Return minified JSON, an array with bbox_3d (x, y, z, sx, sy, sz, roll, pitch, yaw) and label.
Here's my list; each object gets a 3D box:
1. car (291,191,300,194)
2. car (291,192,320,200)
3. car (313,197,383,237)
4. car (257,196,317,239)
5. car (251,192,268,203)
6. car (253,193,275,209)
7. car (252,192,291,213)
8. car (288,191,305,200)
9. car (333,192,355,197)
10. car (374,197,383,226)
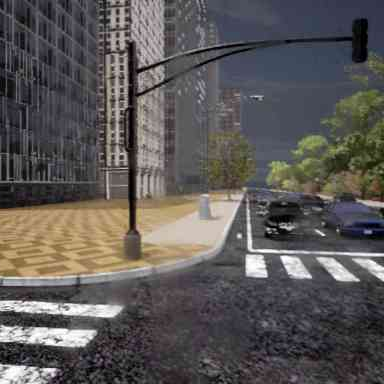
[{"bbox_3d":[10.999,0.870,36.346,2.033,1.411,5.357,0,1,9],"label":"car"},{"bbox_3d":[9.213,0.999,25.826,1.837,1.490,4.892,0,1,10],"label":"car"},{"bbox_3d":[7.601,1.200,16.140,2.033,1.411,5.357,0,1,9],"label":"car"},{"bbox_3d":[4.176,1.156,15.344,1.837,1.490,4.892,0,1,9],"label":"car"},{"bbox_3d":[9.187,0.711,45.379,2.033,1.411,5.357,0,1,9],"label":"car"},{"bbox_3d":[7.482,0.879,34.983,2.033,1.411,5.357,0,1,9],"label":"car"},{"bbox_3d":[5.718,0.991,24.634,2.128,1.511,4.902,0,1,10],"label":"car"},{"bbox_3d":[17.462,0.575,55.696,2.033,1.411,5.357,0,1,9],"label":"car"},{"bbox_3d":[18.333,0.792,40.281,1.837,1.490,4.892,0,1,9],"label":"car"},{"bbox_3d":[11.218,1.131,16.948,1.882,1.535,5.008,0,1,9],"label":"car"}]
